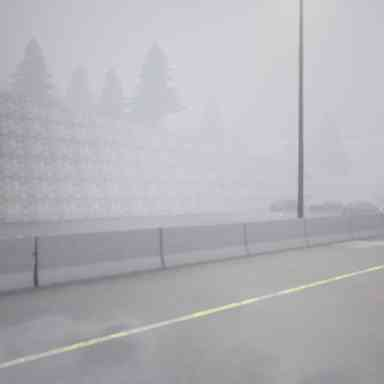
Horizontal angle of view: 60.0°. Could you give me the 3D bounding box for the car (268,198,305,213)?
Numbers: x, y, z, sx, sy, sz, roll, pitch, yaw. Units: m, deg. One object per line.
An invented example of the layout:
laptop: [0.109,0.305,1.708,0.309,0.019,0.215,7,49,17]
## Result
car: [10.620,1.503,37.064,4.892,1.490,1.837,1,0,-35]

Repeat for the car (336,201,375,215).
car: [16.467,1.580,32.592,4.181,1.385,1.994,0,0,-35]

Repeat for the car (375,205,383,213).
car: [18.923,1.626,30.032,4.718,1.301,1.895,0,0,-35]

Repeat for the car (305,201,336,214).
car: [14.621,1.610,35.568,4.718,1.301,1.895,0,0,-35]
